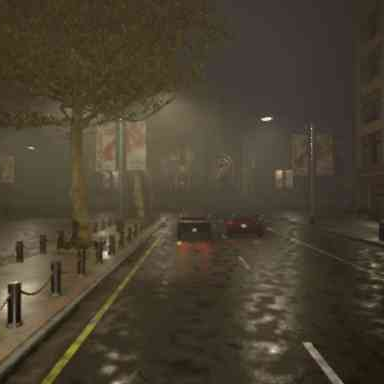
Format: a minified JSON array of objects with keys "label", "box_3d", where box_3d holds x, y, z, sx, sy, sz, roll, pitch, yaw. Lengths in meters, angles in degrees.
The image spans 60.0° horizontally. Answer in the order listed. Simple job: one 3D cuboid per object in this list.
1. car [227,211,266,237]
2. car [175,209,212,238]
[{"label":"car","box_3d":[3.261,1.796,19.663,1.994,1.385,4.181,0,-1,15]},{"label":"car","box_3d":[0.089,1.716,19.014,2.128,1.511,4.902,0,-1,-1]}]
